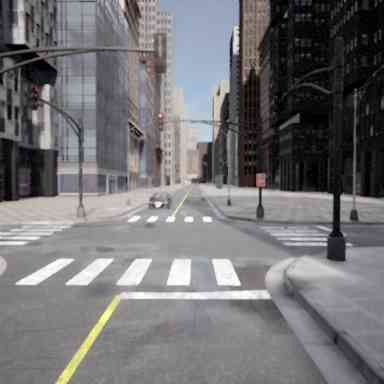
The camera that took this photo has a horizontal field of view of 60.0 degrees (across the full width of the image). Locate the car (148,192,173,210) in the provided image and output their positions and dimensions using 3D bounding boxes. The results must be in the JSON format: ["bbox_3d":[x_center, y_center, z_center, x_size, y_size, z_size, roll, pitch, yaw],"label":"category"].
[{"bbox_3d":[-2.737,0.739,29.550,2.128,1.511,4.902,0,3,1],"label":"car"}]
